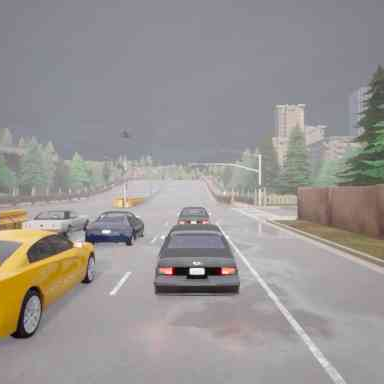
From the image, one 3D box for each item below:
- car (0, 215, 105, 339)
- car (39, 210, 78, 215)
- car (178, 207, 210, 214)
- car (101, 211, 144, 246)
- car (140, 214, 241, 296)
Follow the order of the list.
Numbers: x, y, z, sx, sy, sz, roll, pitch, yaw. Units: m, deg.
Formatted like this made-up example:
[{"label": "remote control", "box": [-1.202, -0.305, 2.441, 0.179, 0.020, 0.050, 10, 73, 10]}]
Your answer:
[{"label": "car", "box": [-3.406, 1.478, 6.596, 1.882, 1.535, 5.008, 0, 0, 0]}, {"label": "car", "box": [-6.916, 1.601, 17.582, 1.895, 1.301, 4.718, 0, 0, 0]}, {"label": "car", "box": [0.106, 1.547, 18.872, 2.033, 1.411, 5.357, 0, 0, 1]}, {"label": "car", "box": [-3.419, 1.564, 15.353, 1.994, 1.385, 4.181, 0, 0, 0]}, {"label": "car", "box": [0.092, 1.547, 8.806, 2.033, 1.411, 5.357, 0, 0, 0]}]
